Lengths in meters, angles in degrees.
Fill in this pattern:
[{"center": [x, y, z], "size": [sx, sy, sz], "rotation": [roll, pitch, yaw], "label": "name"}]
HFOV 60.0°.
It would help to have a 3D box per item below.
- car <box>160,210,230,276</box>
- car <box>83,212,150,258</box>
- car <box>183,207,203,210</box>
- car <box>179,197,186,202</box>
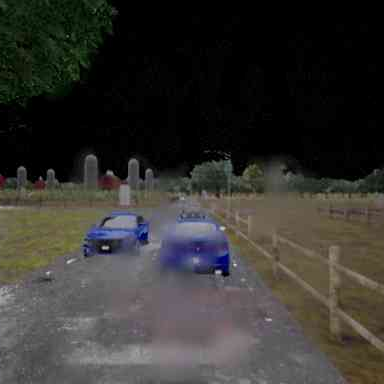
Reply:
[{"center": [0.082, 1.573, 10.709], "size": [1.882, 1.535, 5.008], "rotation": [0, 0, 0], "label": "car"}, {"center": [-2.865, 1.597, 13.537], "size": [1.882, 1.535, 5.008], "rotation": [0, 0, 0], "label": "car"}, {"center": [0.074, 1.824, 26.615], "size": [1.895, 1.301, 4.718], "rotation": [0, 0, 0], "label": "car"}, {"center": [-2.818, 2.189, 95.227], "size": [1.812, 1.442, 4.674], "rotation": [0, 0, 0], "label": "car"}]
